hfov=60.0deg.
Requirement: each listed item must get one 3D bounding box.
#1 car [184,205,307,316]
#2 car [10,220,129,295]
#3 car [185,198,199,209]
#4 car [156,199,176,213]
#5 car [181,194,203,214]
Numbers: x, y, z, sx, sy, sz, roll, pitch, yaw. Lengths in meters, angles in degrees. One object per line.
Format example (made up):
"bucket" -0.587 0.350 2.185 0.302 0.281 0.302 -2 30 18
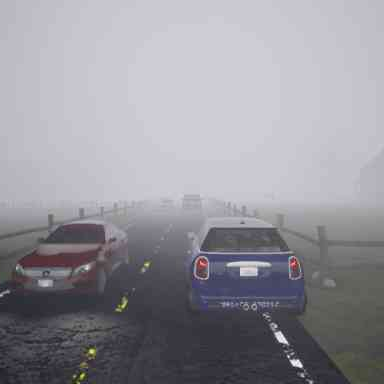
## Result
"car" 0.947 1.349 7.682 2.097 1.767 4.553 0 0 0
"car" -2.870 1.523 8.831 1.812 1.442 4.674 0 0 0
"car" -0.040 1.537 46.361 1.812 1.442 4.674 0 0 0
"car" -2.824 1.531 37.821 1.812 1.442 4.674 0 0 0
"car" 0.002 1.226 35.716 2.150 2.045 5.566 0 0 0
